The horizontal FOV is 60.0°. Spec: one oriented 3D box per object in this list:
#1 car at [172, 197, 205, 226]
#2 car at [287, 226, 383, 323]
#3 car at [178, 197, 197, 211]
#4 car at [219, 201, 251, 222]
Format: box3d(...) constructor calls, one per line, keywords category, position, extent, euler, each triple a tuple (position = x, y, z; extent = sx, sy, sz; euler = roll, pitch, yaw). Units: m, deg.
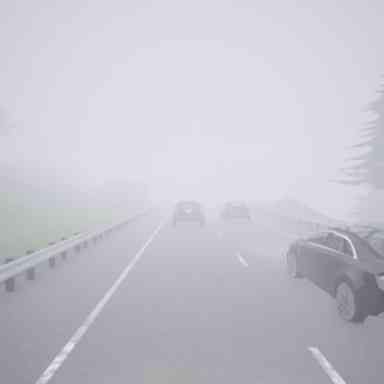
box3d(category="car", position=(-0.251, 1.306, 23.268), extent=(2.097, 1.767, 4.553), euler=(0, 0, -1))
box3d(category="car", position=(3.515, 1.474, 7.113), extent=(2.128, 1.511, 4.902), euler=(0, 0, -1))
box3d(category="car", position=(-0.575, 1.411, 41.154), extent=(2.128, 1.511, 4.902), euler=(0, 0, -1))
box3d(category="car", position=(3.212, 1.438, 25.400), extent=(2.128, 1.511, 4.902), euler=(0, 0, -1))
